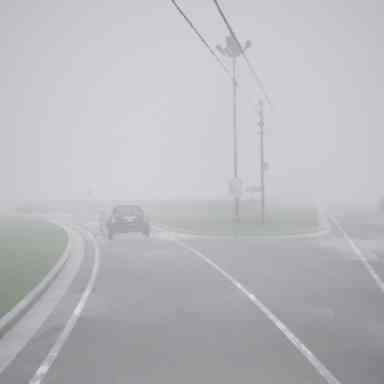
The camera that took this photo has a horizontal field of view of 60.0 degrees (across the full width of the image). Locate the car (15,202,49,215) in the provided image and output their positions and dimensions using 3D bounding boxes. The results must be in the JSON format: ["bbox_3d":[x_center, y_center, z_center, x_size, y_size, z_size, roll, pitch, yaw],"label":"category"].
[{"bbox_3d":[-18.220,1.804,37.902,5.357,1.411,2.033,-1,0,42],"label":"car"}]

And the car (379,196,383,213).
[{"bbox_3d":[17.515,0.881,28.311,2.150,2.045,5.566,-1,0,20],"label":"car"}]

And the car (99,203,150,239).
[{"bbox_3d":[-3.809,1.392,18.177,2.097,1.767,4.553,-1,0,-22],"label":"car"}]
